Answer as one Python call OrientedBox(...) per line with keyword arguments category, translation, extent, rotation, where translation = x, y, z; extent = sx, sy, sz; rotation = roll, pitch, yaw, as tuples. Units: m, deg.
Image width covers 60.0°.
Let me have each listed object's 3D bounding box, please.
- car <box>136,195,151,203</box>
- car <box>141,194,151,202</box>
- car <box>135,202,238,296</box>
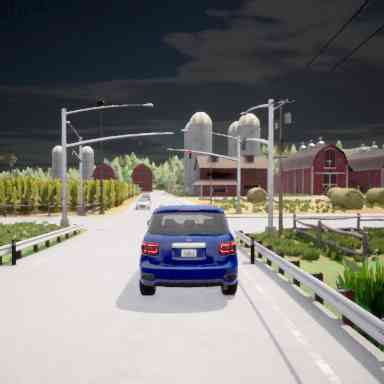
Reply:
OrientedBox(category="car", translation=(-6.407, 1.531, 43.820), extent=(1.812, 1.442, 4.674), rotation=(0, 1, -7))
OrientedBox(category="car", translation=(-9.484, 1.139, 68.636), extent=(1.812, 1.442, 4.674), rotation=(0, 1, -7))
OrientedBox(category="car", translation=(-0.110, 1.370, 9.166), extent=(2.150, 2.045, 5.566), rotation=(0, -2, -1))
